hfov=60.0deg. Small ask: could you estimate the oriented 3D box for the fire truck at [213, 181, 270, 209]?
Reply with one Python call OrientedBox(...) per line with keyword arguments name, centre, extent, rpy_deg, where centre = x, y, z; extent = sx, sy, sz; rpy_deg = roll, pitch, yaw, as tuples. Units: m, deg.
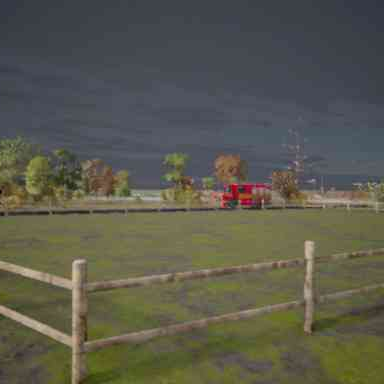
OrientedBox(name="fire truck", centre=(7.250, 0.394, 48.250), extent=(8.468, 3.827, 2.891), rpy_deg=(0, 0, -28))
